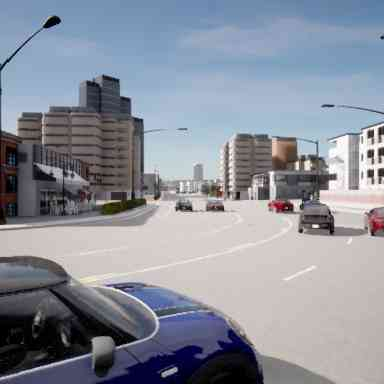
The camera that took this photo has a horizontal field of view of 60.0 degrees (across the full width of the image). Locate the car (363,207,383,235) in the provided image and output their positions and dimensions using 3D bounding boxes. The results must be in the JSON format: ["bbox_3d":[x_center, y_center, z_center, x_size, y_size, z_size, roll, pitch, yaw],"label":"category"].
[{"bbox_3d":[10.551,1.526,18.148,1.812,1.442,4.674,0,0,22],"label":"car"}]

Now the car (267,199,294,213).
[{"bbox_3d":[9.642,1.478,36.506,1.882,1.535,5.008,0,0,-1],"label":"car"}]

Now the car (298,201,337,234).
[{"bbox_3d":[7.303,1.508,19.444,1.837,1.490,4.892,0,0,22],"label":"car"}]

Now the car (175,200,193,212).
[{"bbox_3d":[-0.911,1.565,38.414,1.994,1.385,4.181,0,0,-1],"label":"car"}]

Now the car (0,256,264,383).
[{"bbox_3d":[-1.514,1.351,2.697,4.553,1.767,2.097,0,0,-36],"label":"car"}]

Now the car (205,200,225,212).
[{"bbox_3d":[2.588,1.565,38.491,1.994,1.385,4.181,0,0,-1],"label":"car"}]
